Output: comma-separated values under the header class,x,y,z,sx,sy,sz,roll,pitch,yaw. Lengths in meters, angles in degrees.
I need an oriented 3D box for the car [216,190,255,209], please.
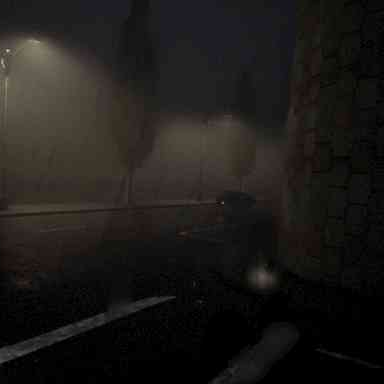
class,x,y,z,sx,sy,sz,roll,pitch,yaw
car,3.952,0.637,29.381,1.837,1.490,4.892,6,3,35
